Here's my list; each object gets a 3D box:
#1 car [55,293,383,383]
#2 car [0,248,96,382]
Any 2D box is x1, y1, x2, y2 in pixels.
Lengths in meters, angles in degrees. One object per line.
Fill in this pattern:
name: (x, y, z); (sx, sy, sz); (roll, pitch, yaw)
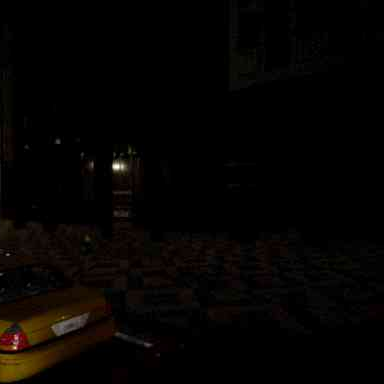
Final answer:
car: (1.366, 1.544, 1.987); (4.507, 1.381, 1.887); (-1, 0, 35)
car: (-3.333, 1.587, 5.339); (4.829, 1.417, 1.752); (-1, 0, 35)
